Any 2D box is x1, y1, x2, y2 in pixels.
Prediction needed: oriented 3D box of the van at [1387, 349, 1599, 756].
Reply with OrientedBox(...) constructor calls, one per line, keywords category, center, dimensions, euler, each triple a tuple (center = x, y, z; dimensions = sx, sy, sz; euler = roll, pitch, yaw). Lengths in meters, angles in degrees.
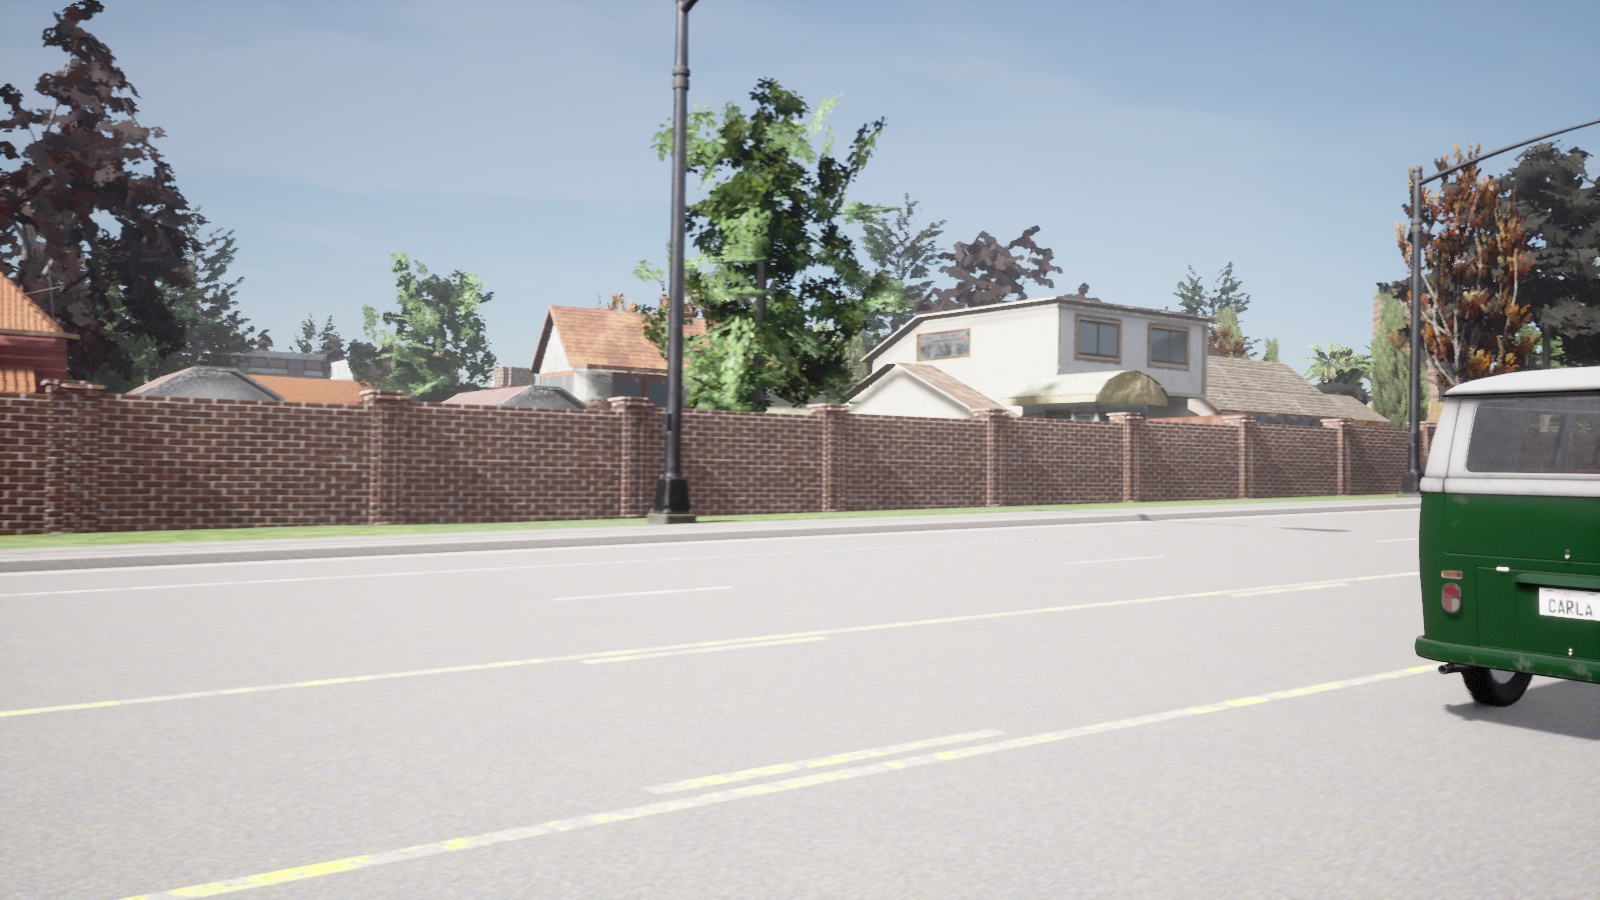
OrientedBox(category="van", center=(5.617, 0.498, 7.567), dimensions=(4.442, 1.987, 1.775), euler=(0, 0, -35))
